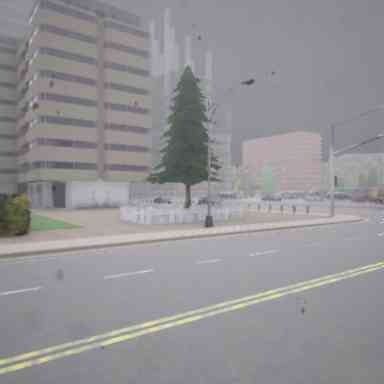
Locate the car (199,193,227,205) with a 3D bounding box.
[{"bbox_3d":[3.159,1.444,55.322,1.837,1.490,4.892,0,0,-35],"label":"car"}]

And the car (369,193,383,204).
[{"bbox_3d":[31.203,1.061,52.491,1.932,1.855,4.605,0,0,-36],"label":"car"}]

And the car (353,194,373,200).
[{"bbox_3d":[41.772,1.229,81.427,1.784,1.438,3.905,0,0,-36],"label":"car"}]

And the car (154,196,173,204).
[{"bbox_3d":[-5.318,1.510,61.204,1.994,1.385,4.181,0,0,-35],"label":"car"}]

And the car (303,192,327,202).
[{"bbox_3d":[25.664,1.292,69.923,1.970,1.475,3.806,0,0,-36],"label":"car"}]

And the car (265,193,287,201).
[{"bbox_3d":[21.601,1.282,85.571,1.970,1.475,3.806,0,0,-36],"label":"car"}]

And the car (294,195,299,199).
[{"bbox_3d":[26.116,1.030,88.847,1.932,1.855,4.605,0,0,-36],"label":"car"}]

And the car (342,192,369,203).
[{"bbox_3d":[39.375,1.023,79.799,1.932,1.855,4.605,0,0,-36],"label":"car"}]

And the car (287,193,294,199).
[{"bbox_3d":[23.960,1.245,87.249,1.784,1.438,3.905,0,0,-36],"label":"car"}]
